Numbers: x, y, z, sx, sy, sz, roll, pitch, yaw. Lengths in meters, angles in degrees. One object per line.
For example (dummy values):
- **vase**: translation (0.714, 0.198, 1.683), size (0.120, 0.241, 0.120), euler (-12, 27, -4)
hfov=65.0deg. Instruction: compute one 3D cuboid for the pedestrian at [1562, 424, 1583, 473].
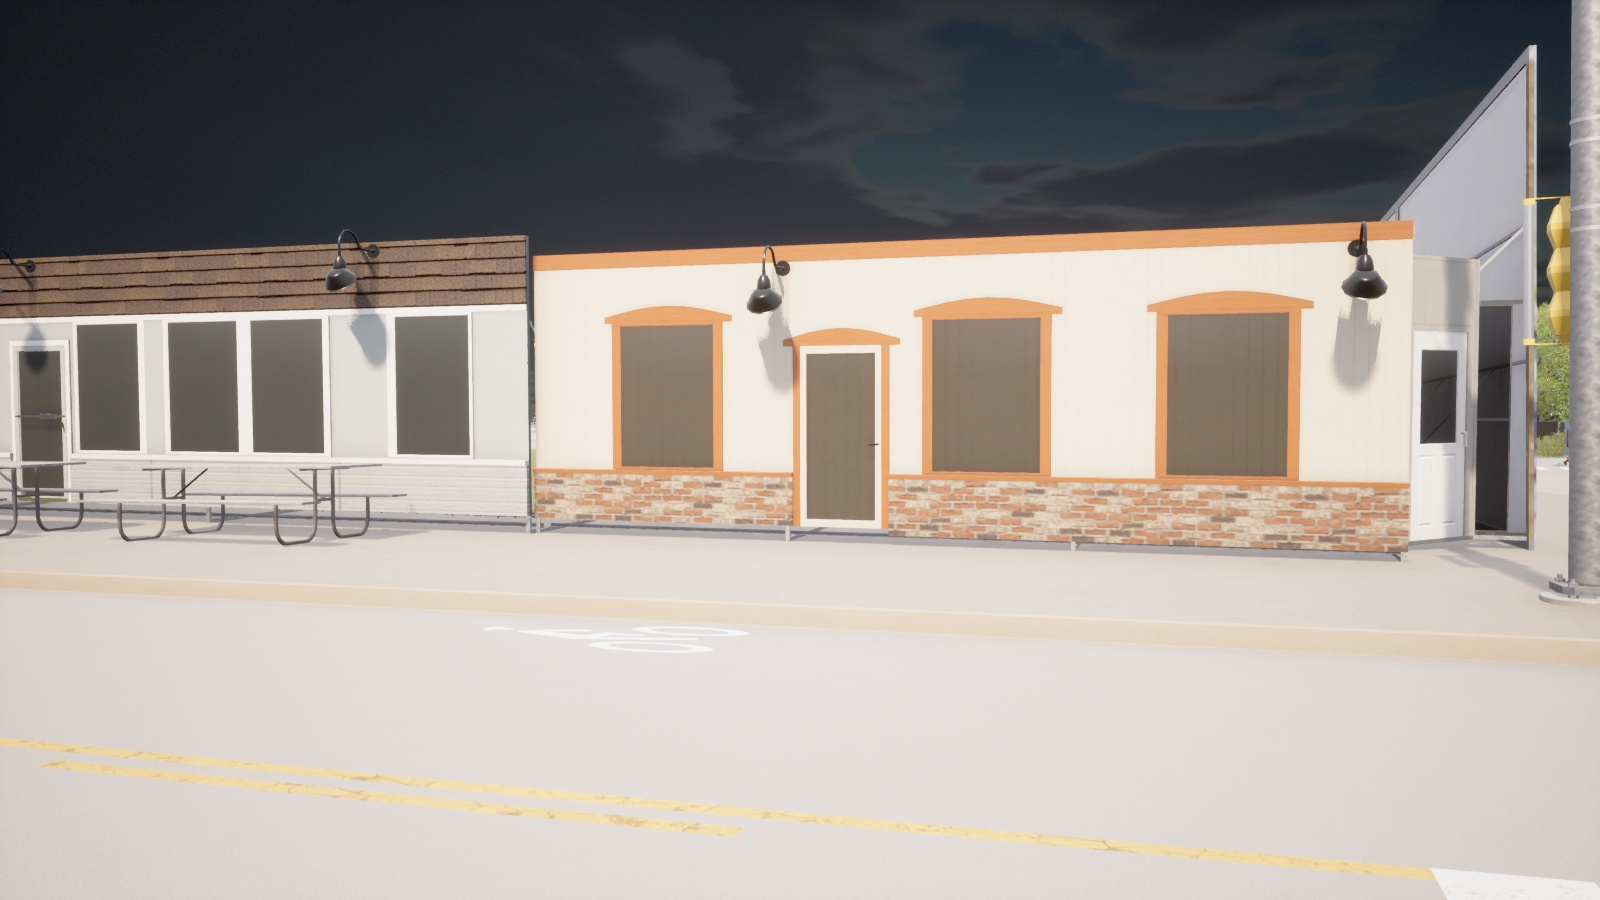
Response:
- **pedestrian**: translation (29.375, -0.049, 47.751), size (0.614, 1.847, 0.353), euler (0, 1, 13)
